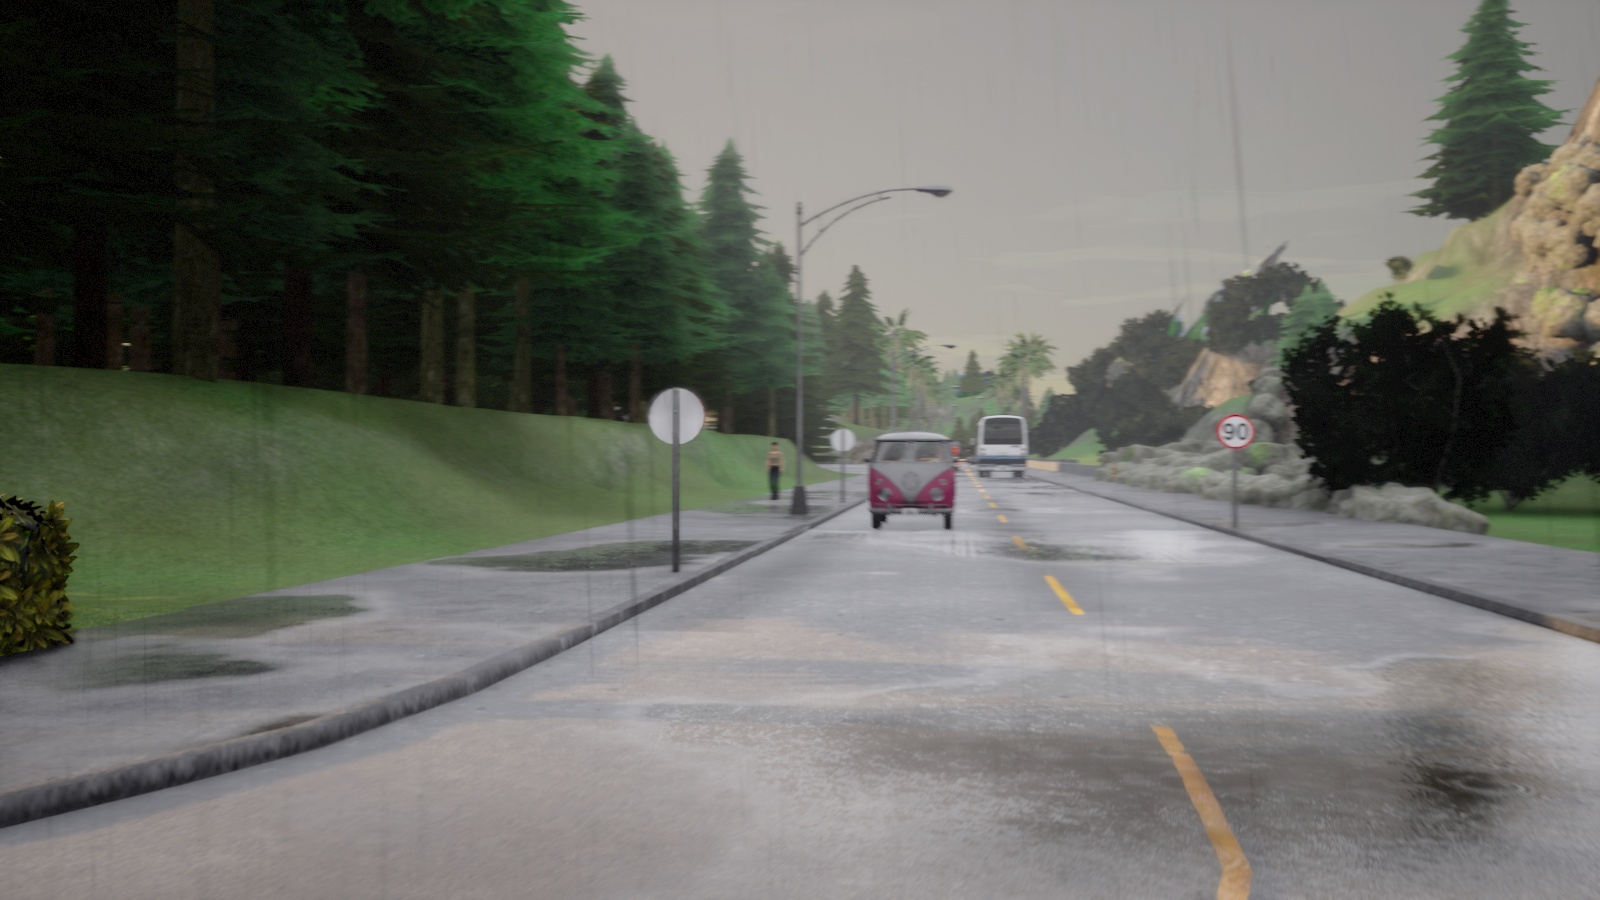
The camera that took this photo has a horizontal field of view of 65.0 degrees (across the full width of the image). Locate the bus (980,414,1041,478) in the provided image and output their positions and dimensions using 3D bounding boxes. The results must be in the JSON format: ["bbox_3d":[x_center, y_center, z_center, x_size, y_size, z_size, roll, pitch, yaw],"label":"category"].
[{"bbox_3d":[15.003,-0.243,90.225,3.944,4.253,10.273,0,0,8],"label":"bus"}]

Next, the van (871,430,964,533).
[{"bbox_3d":[2.555,0.619,26.526,1.775,1.987,4.442,0,0,8],"label":"van"}]

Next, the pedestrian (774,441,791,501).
[{"bbox_3d":[-0.557,0.653,39.344,0.345,1.836,0.594,0,0,19],"label":"pedestrian"}]
